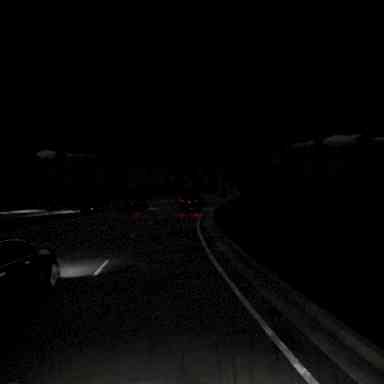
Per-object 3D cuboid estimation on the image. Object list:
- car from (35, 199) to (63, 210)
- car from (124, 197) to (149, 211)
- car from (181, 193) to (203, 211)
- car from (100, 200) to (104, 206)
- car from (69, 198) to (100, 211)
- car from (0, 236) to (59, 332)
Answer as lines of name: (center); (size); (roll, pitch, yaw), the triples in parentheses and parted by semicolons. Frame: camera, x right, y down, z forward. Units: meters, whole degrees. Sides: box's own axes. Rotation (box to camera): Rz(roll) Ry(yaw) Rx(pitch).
car: (-21.097, 1.758, 49.148); (2.128, 1.511, 4.902); (-1, 0, 9)
car: (-6.810, 1.416, 41.339); (2.097, 1.767, 4.553); (-1, 0, 7)
car: (-0.007, 1.191, 39.691); (2.150, 2.045, 5.566); (-1, 0, 7)
car: (-16.464, 1.757, 55.748); (1.994, 1.385, 4.181); (-1, 0, 10)
car: (-14.717, 1.777, 44.977); (1.895, 1.301, 4.718); (-1, 0, 10)
car: (-3.963, 1.557, 6.157); (1.837, 1.490, 4.892); (-1, 0, -6)
